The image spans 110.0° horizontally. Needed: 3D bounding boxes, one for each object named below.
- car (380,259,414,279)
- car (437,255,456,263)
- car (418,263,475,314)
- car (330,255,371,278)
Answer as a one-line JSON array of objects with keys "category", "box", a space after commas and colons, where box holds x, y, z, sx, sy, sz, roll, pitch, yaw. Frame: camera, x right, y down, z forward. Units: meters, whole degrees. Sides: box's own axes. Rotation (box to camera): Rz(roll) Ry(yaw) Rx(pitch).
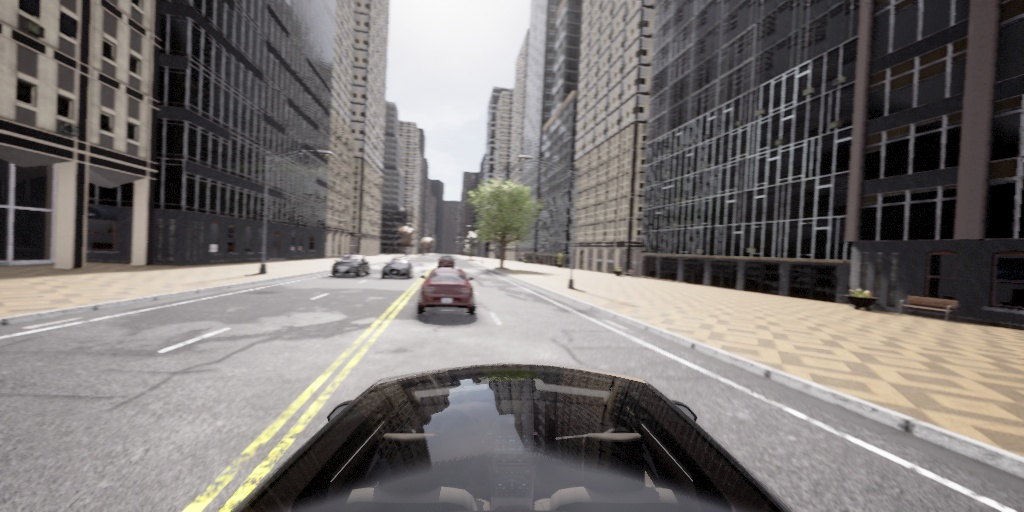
[{"category": "car", "box": [-8.275, 0.899, 26.211, 1.994, 1.385, 4.181, 3, 0, -10]}, {"category": "car", "box": [-7.942, 0.692, 43.412, 2.097, 1.767, 4.553, 3, 0, -10]}, {"category": "car", "box": [-2.357, 1.154, 13.032, 1.812, 1.442, 4.674, 3, 0, -10]}, {"category": "car", "box": [-11.504, 0.672, 25.852, 2.128, 1.511, 4.902, 3, 0, -10]}]
